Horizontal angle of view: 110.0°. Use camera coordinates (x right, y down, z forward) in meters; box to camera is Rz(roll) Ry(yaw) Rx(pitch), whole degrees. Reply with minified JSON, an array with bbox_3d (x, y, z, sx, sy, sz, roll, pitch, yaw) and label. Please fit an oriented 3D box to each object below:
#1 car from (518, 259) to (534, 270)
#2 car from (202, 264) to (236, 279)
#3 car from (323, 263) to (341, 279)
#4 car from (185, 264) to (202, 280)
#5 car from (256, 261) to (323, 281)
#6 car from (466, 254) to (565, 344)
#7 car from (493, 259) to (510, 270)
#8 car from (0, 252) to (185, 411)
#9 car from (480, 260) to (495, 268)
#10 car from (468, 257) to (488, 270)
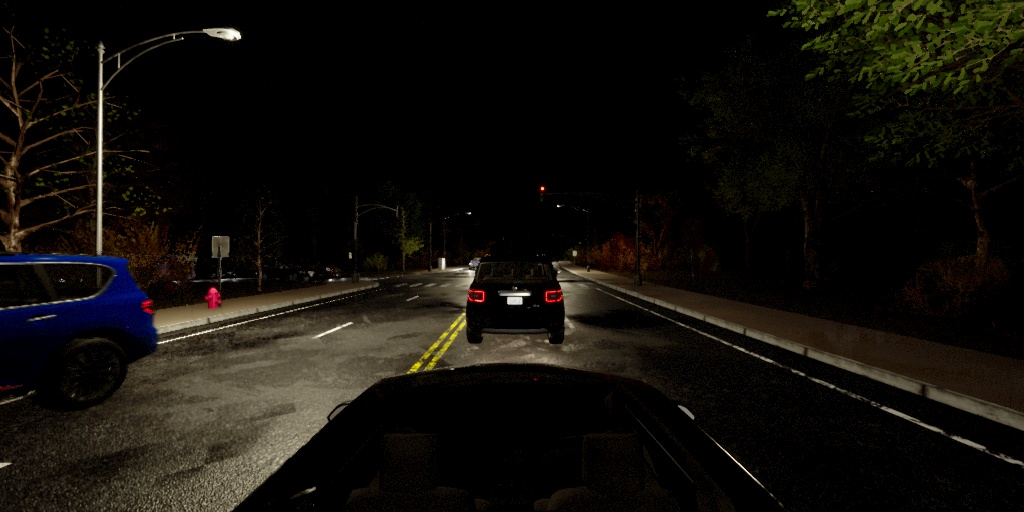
[{"bbox_3d":[2.159,1.183,54.033,2.128,1.511,4.902,0,0,4],"label":"car"},{"bbox_3d":[-30.503,1.539,36.218,4.892,1.490,1.837,-1,-1,10],"label":"car"},{"bbox_3d":[-18.734,1.260,34.223,4.553,1.767,2.097,-1,-1,9],"label":"car"},{"bbox_3d":[-32.006,1.494,33.179,5.008,1.535,1.882,-1,-1,10],"label":"car"},{"bbox_3d":[-19.561,1.375,31.041,4.902,1.511,2.128,-1,-1,10],"label":"car"},{"bbox_3d":[0.110,0.972,9.727,2.150,2.045,5.566,0,0,1],"label":"car"},{"bbox_3d":[-1.451,1.190,51.990,2.128,1.511,4.902,0,0,2],"label":"car"},{"bbox_3d":[-6.582,0.973,3.203,2.150,2.045,5.566,0,0,0],"label":"car"},{"bbox_3d":[-4.065,1.285,59.876,1.895,1.301,4.718,0,0,5],"label":"car"},{"bbox_3d":[-4.768,1.055,50.920,2.097,1.767,4.553,0,0,4],"label":"car"}]
